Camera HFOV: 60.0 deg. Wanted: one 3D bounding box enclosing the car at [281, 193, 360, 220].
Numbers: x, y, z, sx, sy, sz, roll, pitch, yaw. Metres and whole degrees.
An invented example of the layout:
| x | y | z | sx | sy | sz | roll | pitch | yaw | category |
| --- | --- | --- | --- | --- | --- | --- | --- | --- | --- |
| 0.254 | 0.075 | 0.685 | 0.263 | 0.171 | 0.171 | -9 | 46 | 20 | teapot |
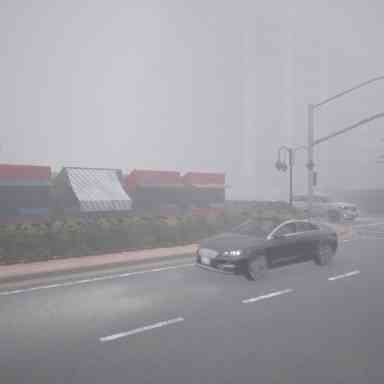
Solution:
| x | y | z | sx | sy | sz | roll | pitch | yaw | category |
| --- | --- | --- | --- | --- | --- | --- | --- | --- | --- |
| 10.081 | 1.165 | 25.940 | 2.150 | 2.045 | 5.566 | 0 | 0 | -33 | car |

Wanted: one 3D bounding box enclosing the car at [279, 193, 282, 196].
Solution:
| x | y | z | sx | sy | sz | roll | pitch | yaw | category |
| --- | --- | --- | --- | --- | --- | --- | --- | --- | --- |
| 16.632 | 1.114 | 57.399 | 1.905 | 1.878 | 3.866 | 0 | 0 | -36 | car |

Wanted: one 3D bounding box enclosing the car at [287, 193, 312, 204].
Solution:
| x | y | z | sx | sy | sz | roll | pitch | yaw | category |
| --- | --- | --- | --- | --- | --- | --- | --- | --- | --- |
| 19.024 | 1.114 | 59.110 | 1.905 | 1.878 | 3.866 | 0 | 0 | -36 | car |

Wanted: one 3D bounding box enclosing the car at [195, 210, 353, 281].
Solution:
| x | y | z | sx | sy | sz | roll | pitch | yaw | category |
| --- | --- | --- | --- | --- | --- | --- | --- | --- | --- |
| 2.362 | 1.491 | 9.905 | 4.902 | 1.511 | 2.128 | 0 | 0 | -35 | car |

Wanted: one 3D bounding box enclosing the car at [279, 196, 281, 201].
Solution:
| x | y | z | sx | sy | sz | roll | pitch | yaw | category |
| --- | --- | --- | --- | --- | --- | --- | --- | --- | --- |
| 10.493 | 1.436 | 31.488 | 2.128 | 1.511 | 4.902 | 0 | 0 | -37 | car |
